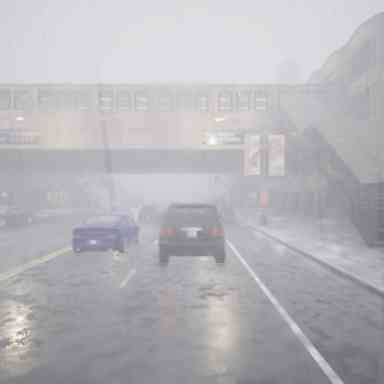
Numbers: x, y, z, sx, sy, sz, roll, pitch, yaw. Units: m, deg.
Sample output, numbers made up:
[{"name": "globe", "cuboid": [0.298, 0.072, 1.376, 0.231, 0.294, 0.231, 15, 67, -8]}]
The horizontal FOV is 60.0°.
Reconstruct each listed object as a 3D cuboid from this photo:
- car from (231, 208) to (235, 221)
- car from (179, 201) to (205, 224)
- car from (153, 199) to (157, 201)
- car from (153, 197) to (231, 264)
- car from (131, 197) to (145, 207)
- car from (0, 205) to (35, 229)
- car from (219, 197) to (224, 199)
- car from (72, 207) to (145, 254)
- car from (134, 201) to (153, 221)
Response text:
[{"name": "car", "cuboid": [3.229, 1.986, 35.440, 1.895, 1.301, 4.718, 0, -1, 0]}, {"name": "car", "cuboid": [0.037, 1.665, 28.404, 2.097, 1.767, 4.553, 0, -1, 1]}, {"name": "car", "cuboid": [-6.892, 2.211, 64.917, 2.128, 1.511, 4.902, 0, -1, 1]}, {"name": "car", "cuboid": [0.010, 1.365, 12.566, 2.150, 2.045, 5.566, 0, 0, 0]}, {"name": "car", "cuboid": [-10.385, 1.934, 64.759, 2.150, 2.045, 5.566, 0, 0, 0]}, {"name": "car", "cuboid": [-13.502, 1.749, 24.215, 2.231, 1.521, 4.892, 0, -1, 10]}, {"name": "car", "cuboid": [3.185, 1.701, 42.840, 2.435, 2.045, 5.566, 0, -1, 0]}, {"name": "car", "cuboid": [-3.470, 1.635, 14.228, 1.882, 1.535, 5.008, 0, 0, 1]}, {"name": "car", "cuboid": [-3.463, 1.822, 28.483, 1.837, 1.490, 4.892, 0, 0, 1]}]
